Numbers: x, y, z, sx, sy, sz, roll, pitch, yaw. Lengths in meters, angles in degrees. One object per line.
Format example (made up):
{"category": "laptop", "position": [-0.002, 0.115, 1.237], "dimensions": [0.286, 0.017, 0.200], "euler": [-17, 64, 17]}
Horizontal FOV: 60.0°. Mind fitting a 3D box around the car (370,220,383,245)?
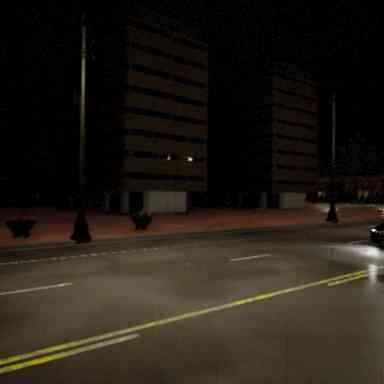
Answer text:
{"category": "car", "position": [10.237, 1.707, 15.558], "dimensions": [4.674, 1.442, 1.812], "euler": [1, 0, -35]}
